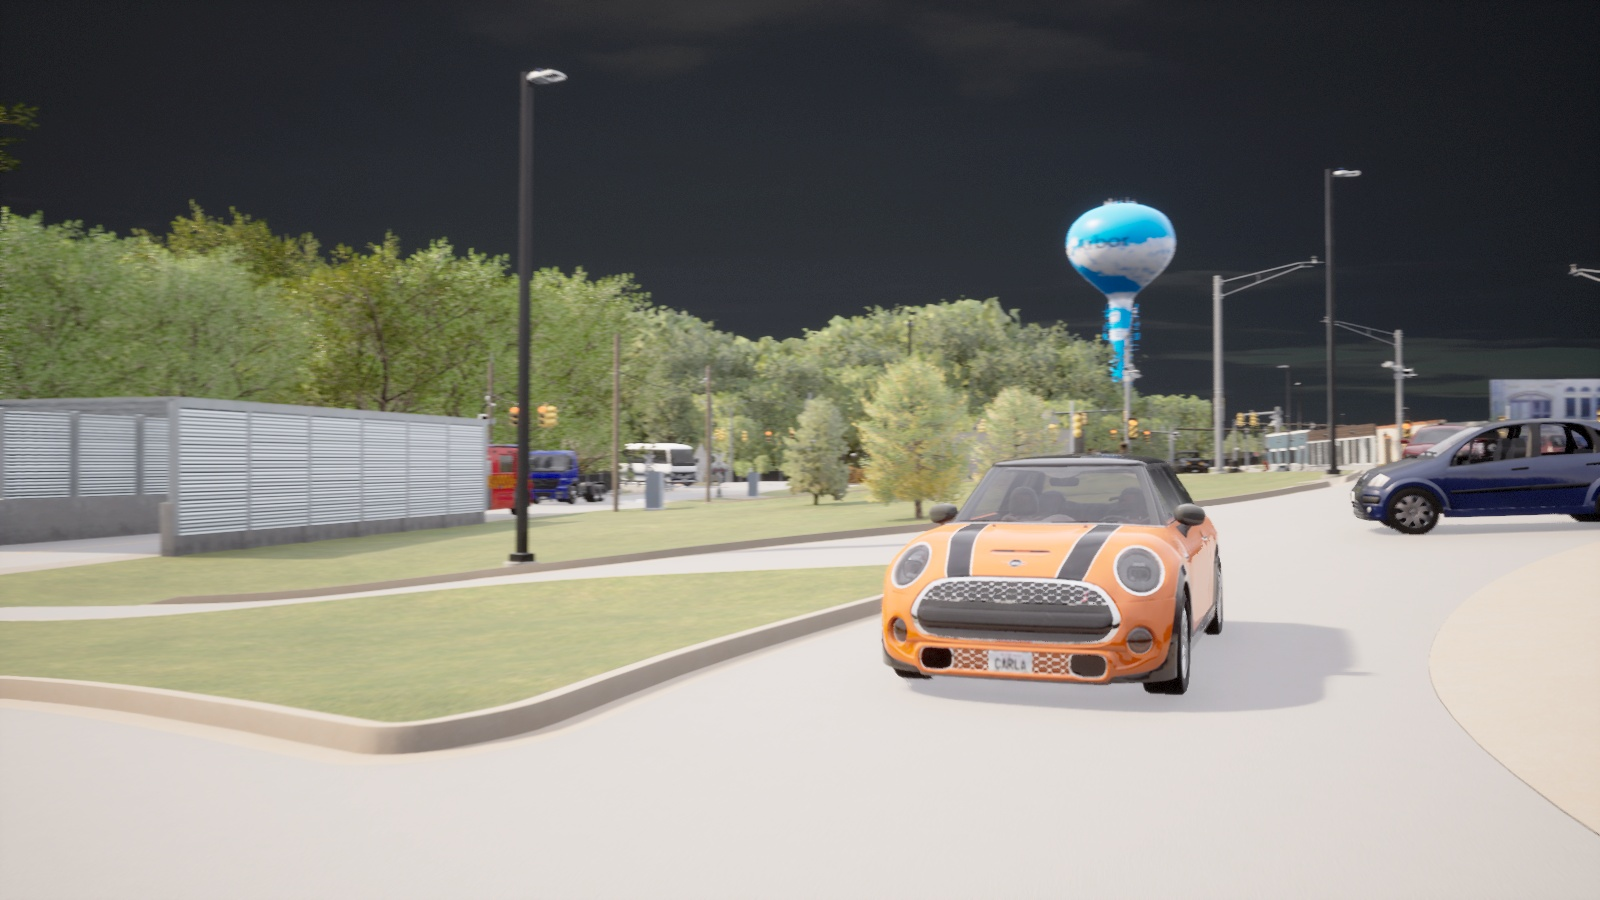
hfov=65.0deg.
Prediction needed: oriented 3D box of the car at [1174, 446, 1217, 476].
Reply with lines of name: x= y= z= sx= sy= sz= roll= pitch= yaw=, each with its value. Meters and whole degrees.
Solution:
car: x=25.458 y=0.727 z=80.959 sx=1.905 sy=1.878 sz=3.866 roll=-1 pitch=-2 yaw=6

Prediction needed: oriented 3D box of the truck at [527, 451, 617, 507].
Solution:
truck: x=-14.690 y=1.834 z=81.712 sx=2.891 sy=3.462 sz=7.936 roll=-1 pitch=-1 yaw=12

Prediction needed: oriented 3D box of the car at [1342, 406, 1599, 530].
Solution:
car: x=10.466 y=0.249 z=18.885 sx=3.988 sy=1.617 sz=1.851 roll=-3 pitch=0 yaw=17

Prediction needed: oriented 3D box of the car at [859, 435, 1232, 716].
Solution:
car: x=2.286 y=0.806 z=10.416 sx=2.097 sy=1.767 sz=4.553 roll=-1 pitch=0 yaw=23

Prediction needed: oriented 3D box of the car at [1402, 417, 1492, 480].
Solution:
car: x=17.684 y=-0.078 z=34.206 sx=1.882 sy=1.535 sz=5.008 roll=-1 pitch=1 yaw=30

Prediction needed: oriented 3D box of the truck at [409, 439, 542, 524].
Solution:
truck: x=-15.524 y=1.460 z=60.847 sx=2.891 sy=3.827 sz=8.468 roll=0 pitch=-1 yaw=11
